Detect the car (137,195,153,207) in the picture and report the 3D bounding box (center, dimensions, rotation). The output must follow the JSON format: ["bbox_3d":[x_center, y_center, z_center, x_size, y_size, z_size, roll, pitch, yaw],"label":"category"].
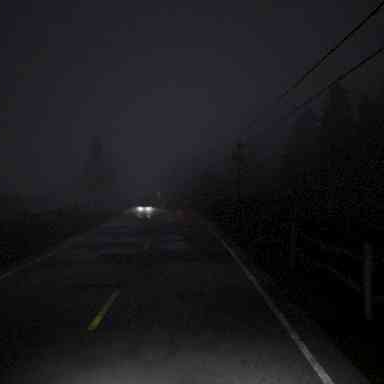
[{"bbox_3d":[-6.462,1.199,45.633,2.128,1.511,4.902,0,0,-8],"label":"car"}]

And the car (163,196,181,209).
[{"bbox_3d":[-2.390,1.231,40.548,2.128,1.511,4.902,0,0,-7],"label":"car"}]
